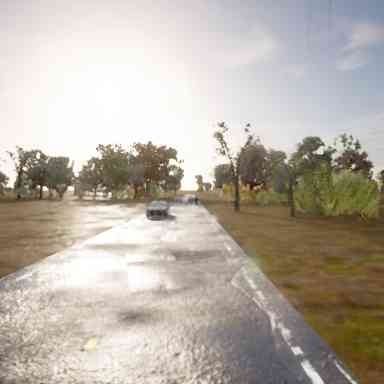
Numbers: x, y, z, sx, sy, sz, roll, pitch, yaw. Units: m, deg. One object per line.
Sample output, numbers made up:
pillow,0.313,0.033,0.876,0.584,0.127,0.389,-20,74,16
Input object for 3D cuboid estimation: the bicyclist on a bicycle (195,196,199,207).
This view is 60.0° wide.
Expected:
bicyclist on a bicycle,0.792,1.529,52.759,0.659,1.776,1.843,0,0,0

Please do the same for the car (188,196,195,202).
car,-0.049,1.745,80.233,2.128,1.511,4.902,0,0,0

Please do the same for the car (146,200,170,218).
car,-3.114,1.577,31.048,1.882,1.535,5.008,0,0,0

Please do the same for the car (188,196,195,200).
car,-0.057,1.712,94.676,1.895,1.301,4.718,0,0,0

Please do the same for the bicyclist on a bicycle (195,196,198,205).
bicyclist on a bicycle,0.788,1.633,61.617,0.582,1.620,1.656,0,-1,0

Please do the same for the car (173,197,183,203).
car,-3.043,1.733,71.722,1.994,1.385,4.181,0,0,0
